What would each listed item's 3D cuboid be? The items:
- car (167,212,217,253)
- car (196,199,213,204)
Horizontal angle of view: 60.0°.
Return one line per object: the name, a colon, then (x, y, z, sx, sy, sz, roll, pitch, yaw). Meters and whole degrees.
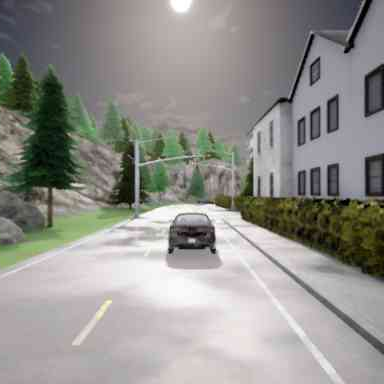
car: (0.007, 1.615, 14.475, 1.882, 1.535, 5.008, 0, 0, 0)
car: (3.071, 2.308, 81.835, 2.033, 1.411, 5.357, 0, -1, 35)
